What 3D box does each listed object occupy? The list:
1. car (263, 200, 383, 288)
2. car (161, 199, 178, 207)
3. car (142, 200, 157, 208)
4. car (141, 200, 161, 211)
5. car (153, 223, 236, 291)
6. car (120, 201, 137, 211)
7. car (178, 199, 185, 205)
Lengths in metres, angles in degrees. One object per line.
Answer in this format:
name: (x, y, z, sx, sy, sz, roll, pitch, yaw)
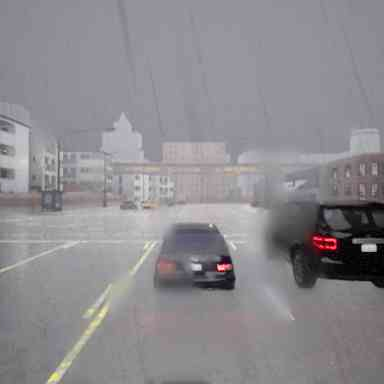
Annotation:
car: (3.555, 1.224, 9.348, 2.150, 2.045, 5.566, 0, 0, 0)
car: (-5.019, 2.178, 67.729, 2.097, 1.767, 4.553, 0, -1, 11)
car: (-8.591, 2.348, 67.483, 1.812, 1.442, 4.674, 0, -1, 9)
car: (-6.373, 2.025, 50.322, 1.882, 1.535, 5.008, 0, -1, 3)
car: (0.055, 1.549, 9.110, 2.033, 1.411, 5.357, 0, 0, 0)
car: (-9.806, 2.094, 51.652, 1.812, 1.442, 4.674, 0, -1, 3)
car: (-3.447, 2.527, 80.896, 1.837, 1.490, 4.892, -1, -1, 32)
